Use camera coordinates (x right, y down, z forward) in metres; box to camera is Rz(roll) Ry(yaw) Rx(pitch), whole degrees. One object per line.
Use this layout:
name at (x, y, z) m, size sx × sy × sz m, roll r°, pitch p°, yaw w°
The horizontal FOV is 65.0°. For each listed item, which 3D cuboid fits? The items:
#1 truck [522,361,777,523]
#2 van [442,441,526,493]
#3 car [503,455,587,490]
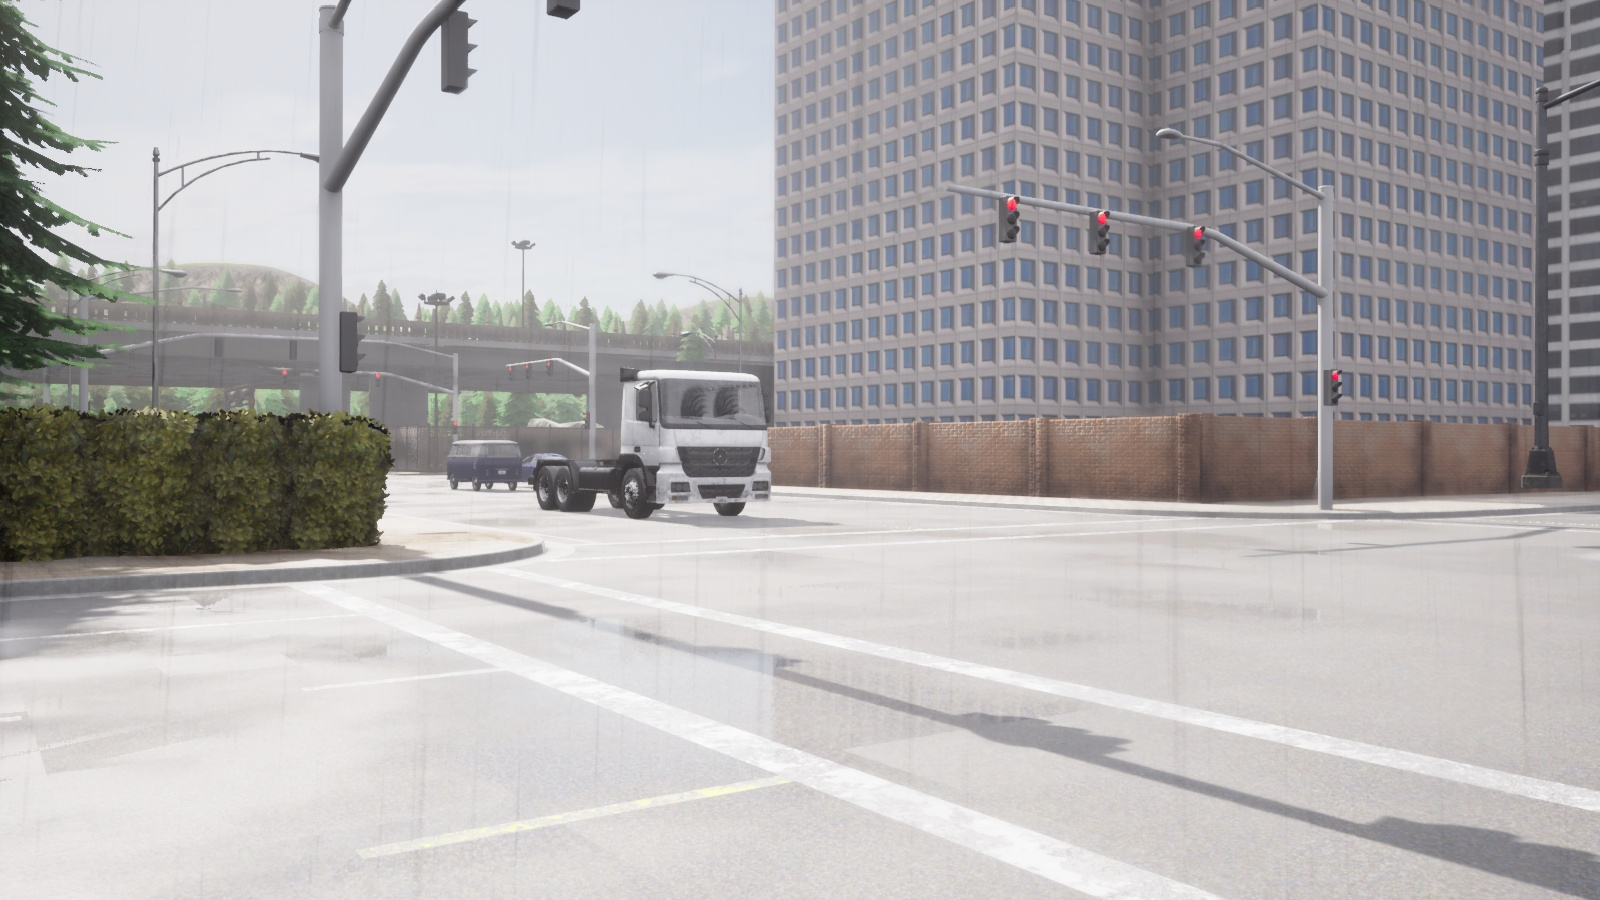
truck at (-3.965, -0.153, 30.943) m, size 2.891 × 3.462 × 7.936 m, roll 0°, pitch 0°, yaw -34°
van at (-12.536, 0.646, 49.648) m, size 1.775 × 1.987 × 4.442 m, roll 0°, pitch 0°, yaw -34°
car at (-10.923, 0.925, 53.486) m, size 1.812 × 1.442 × 4.674 m, roll 0°, pitch 0°, yaw -34°
